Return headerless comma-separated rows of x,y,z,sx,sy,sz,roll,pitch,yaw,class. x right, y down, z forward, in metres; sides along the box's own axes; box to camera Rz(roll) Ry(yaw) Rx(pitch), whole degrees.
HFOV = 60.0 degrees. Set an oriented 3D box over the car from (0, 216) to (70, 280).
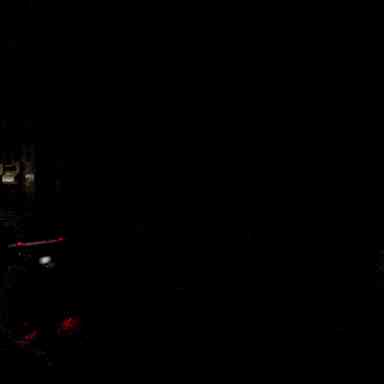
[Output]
-5.529,1.478,9.854,4.902,1.511,2.128,0,0,40,car
